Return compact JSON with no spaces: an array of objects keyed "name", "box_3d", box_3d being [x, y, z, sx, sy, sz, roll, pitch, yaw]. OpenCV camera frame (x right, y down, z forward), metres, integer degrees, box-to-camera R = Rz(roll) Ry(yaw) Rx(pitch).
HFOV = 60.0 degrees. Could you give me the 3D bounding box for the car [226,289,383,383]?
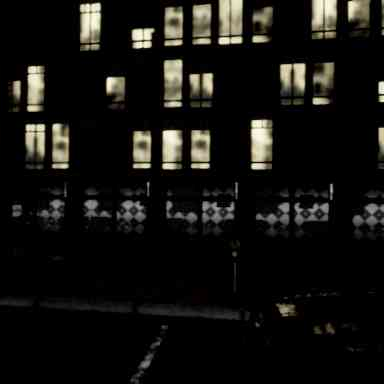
[{"name":"car","box_3d":[2.983,1.274,2.113,5.566,2.045,2.150,1,0,8]}]
